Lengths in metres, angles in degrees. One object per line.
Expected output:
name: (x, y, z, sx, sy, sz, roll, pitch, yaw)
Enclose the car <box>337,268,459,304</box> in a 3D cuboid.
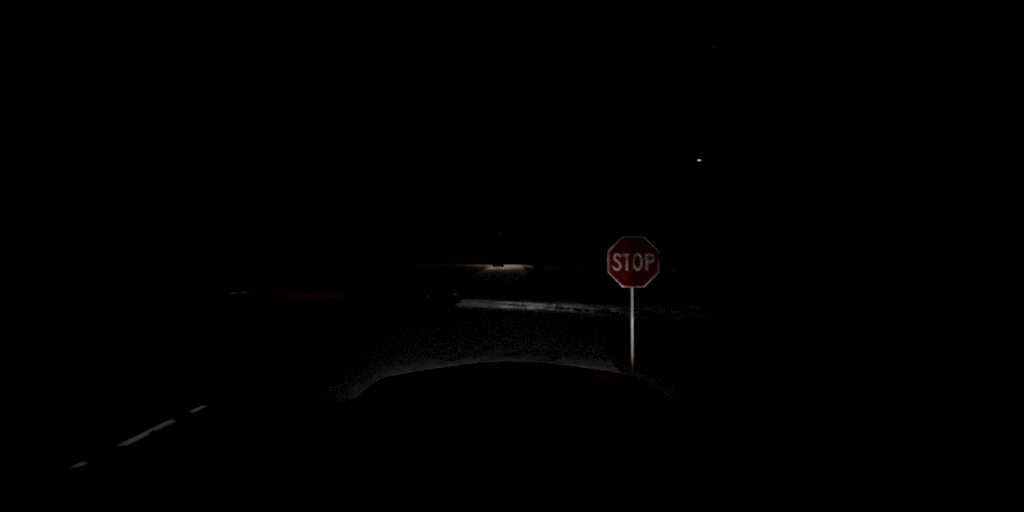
car: (-4.626, 1.217, 15.124, 4.718, 1.301, 1.895, 3, -1, 0)
